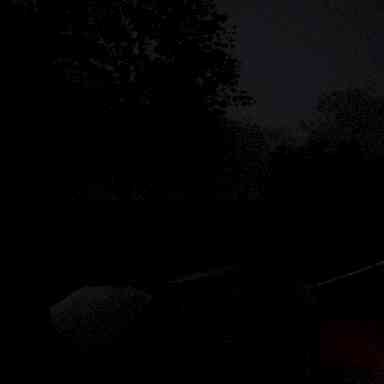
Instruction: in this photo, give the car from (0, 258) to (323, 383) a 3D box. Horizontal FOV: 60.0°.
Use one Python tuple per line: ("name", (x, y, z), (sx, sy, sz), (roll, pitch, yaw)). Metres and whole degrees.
("car", (-0.432, 1.535, 3.537), (4.674, 1.442, 1.812), (0, 0, -37))
